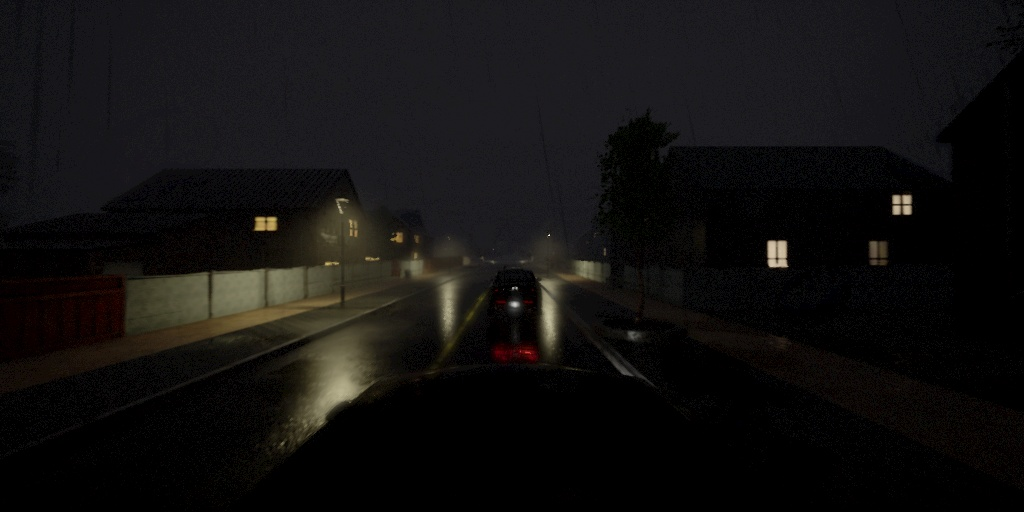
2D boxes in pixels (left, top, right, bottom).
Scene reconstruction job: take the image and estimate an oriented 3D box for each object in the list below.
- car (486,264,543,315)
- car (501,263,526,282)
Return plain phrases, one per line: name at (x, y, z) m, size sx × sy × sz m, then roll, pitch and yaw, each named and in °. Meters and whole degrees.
car at (0.102, 1.221, 13.287) m, size 1.837 × 1.490 × 4.892 m, roll 0°, pitch 0°, yaw 0°
car at (0.105, 1.267, 28.970) m, size 1.895 × 1.301 × 4.718 m, roll 0°, pitch 0°, yaw 0°
